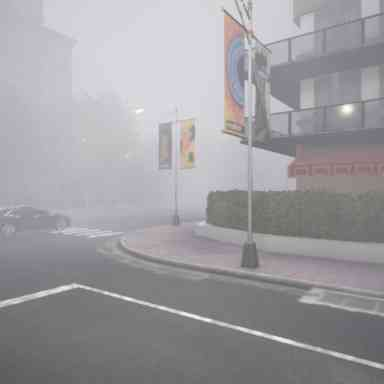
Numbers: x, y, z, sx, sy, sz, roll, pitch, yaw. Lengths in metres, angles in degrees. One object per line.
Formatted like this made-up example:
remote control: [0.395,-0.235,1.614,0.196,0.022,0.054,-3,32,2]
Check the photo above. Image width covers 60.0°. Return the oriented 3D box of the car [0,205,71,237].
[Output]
car: [-8.941,1.491,18.038,1.837,1.490,4.892,0,0,35]
